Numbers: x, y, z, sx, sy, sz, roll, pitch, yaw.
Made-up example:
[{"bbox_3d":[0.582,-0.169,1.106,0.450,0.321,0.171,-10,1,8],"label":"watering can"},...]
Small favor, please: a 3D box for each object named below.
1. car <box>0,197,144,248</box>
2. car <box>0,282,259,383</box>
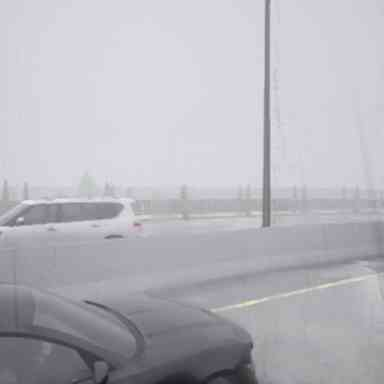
[{"bbox_3d":[-4.108,1.176,9.494,5.566,2.045,2.150,0,0,-34],"label":"car"},{"bbox_3d":[-1.661,1.462,2.428,5.008,1.535,1.882,0,0,-36],"label":"car"}]
